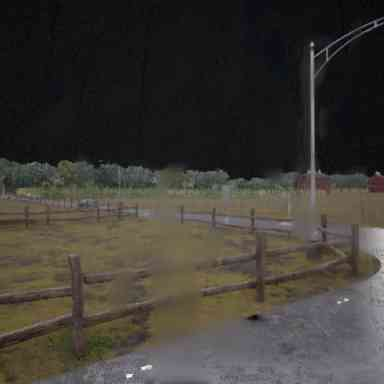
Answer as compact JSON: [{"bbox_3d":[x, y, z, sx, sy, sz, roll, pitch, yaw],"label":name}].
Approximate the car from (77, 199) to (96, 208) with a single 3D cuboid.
[{"bbox_3d":[-16.298,1.747,51.673,2.033,1.411,5.357,-1,1,-35],"label":"car"}]
